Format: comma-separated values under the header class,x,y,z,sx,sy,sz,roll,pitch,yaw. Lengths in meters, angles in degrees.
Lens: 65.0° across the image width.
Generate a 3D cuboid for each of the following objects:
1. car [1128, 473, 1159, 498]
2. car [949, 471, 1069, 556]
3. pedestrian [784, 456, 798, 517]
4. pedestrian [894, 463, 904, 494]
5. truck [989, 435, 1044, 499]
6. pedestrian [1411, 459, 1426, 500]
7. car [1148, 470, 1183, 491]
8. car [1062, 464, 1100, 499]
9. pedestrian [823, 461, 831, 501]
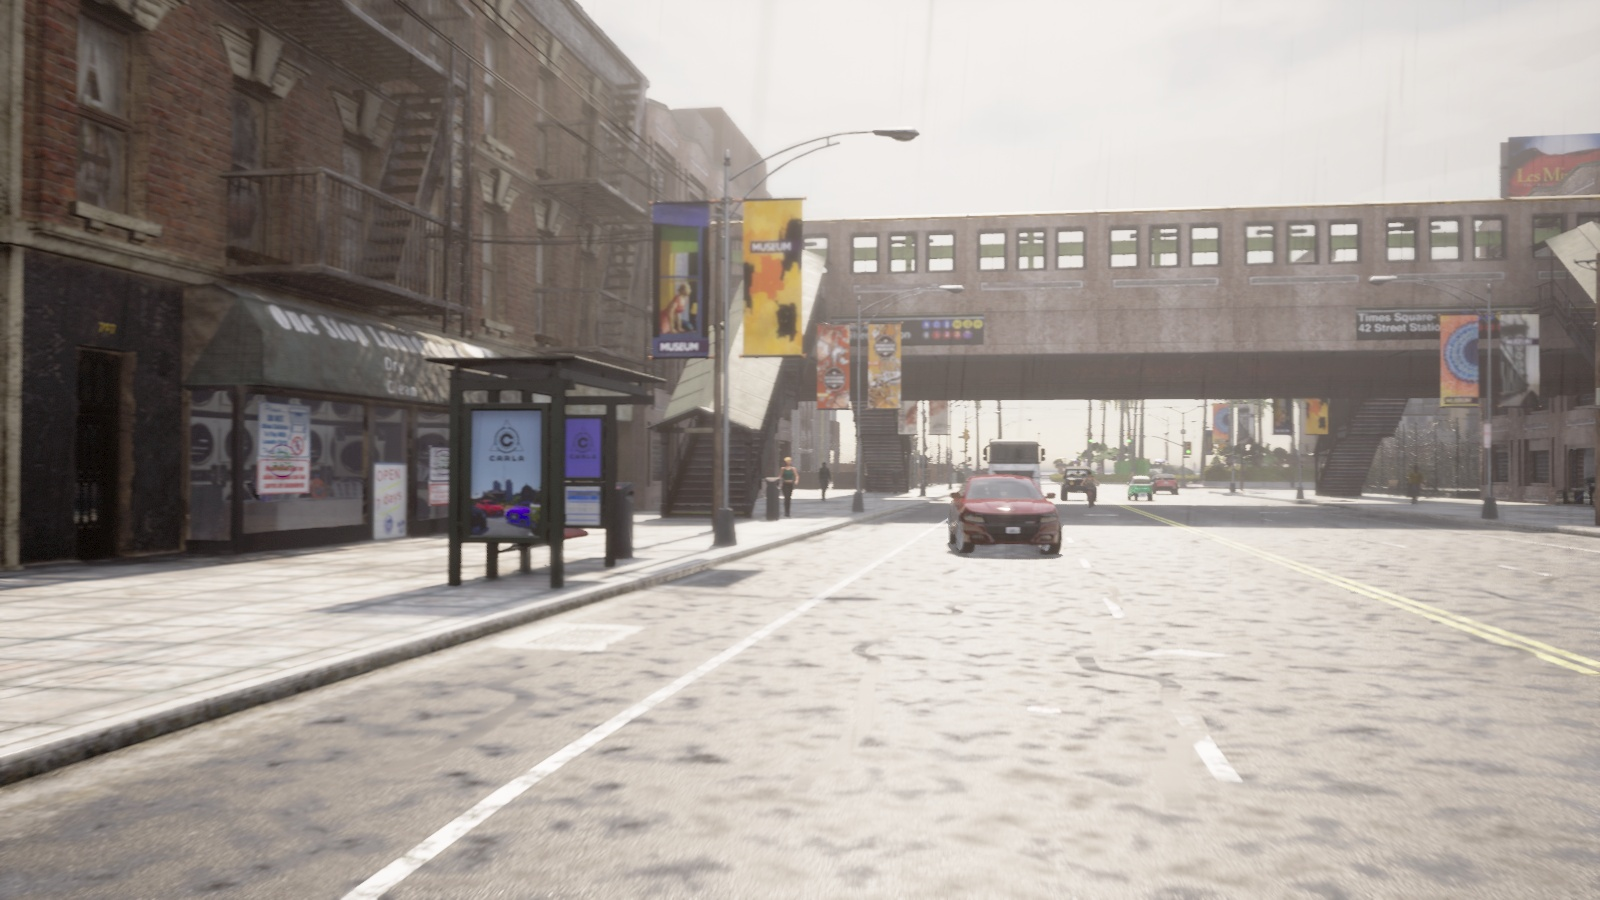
class,x,y,z,sx,sy,sz,roll,pitch,yaw
car,19.307,1.995,70.636,1.481,1.376,2.207,0,-1,10
car,4.119,1.207,25.480,1.882,1.535,5.008,0,-1,3
pedestrian,-0.280,1.108,37.957,0.345,1.836,0.594,0,-1,-7
pedestrian,6.156,1.765,78.289,0.563,1.883,0.849,0,-1,10
truck,12.379,0.996,71.687,2.891,3.462,7.936,0,-1,10
pedestrian,28.209,1.346,57.277,0.431,1.840,0.709,0,-1,12
car,26.738,2.221,91.917,2.007,1.525,4.514,0,-1,10
car,15.550,1.729,69.548,1.905,1.878,3.866,0,-1,10
pedestrian,1.234,1.445,58.306,0.353,1.847,0.614,0,-1,3
